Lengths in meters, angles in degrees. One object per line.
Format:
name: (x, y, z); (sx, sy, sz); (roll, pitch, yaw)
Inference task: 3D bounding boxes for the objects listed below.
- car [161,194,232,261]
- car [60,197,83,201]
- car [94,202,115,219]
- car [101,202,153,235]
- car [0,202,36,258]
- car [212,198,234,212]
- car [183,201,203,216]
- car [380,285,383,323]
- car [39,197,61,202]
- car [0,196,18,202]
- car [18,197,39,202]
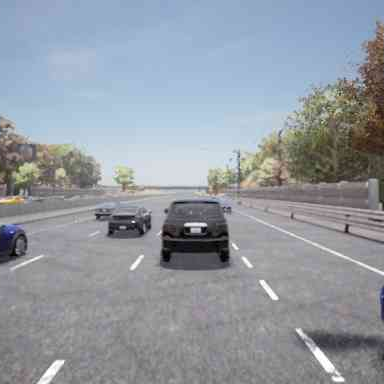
car: (0.108, 1.211, 12.411); (2.150, 2.045, 5.566); (0, 0, 0)
car: (-17.548, 1.527, 50.564); (2.033, 1.411, 5.357); (0, 0, 1)
car: (-6.888, 1.530, 28.676); (2.033, 1.411, 5.357); (0, 0, 0)
car: (-3.393, 1.491, 18.736); (1.837, 1.490, 4.892); (0, 0, 0)
car: (-6.899, 1.343, 9.959); (2.097, 1.767, 4.553); (0, 0, 0)
car: (3.514, 1.423, 38.570); (2.033, 1.411, 5.357); (0, 0, 0)
car: (0.116, 1.582, 33.258); (1.895, 1.301, 4.718); (0, 0, 0)
car: (3.456, 1.104, 1.935); (2.150, 2.045, 5.566); (0, 0, 2)
car: (-21.038, 1.483, 50.973); (1.837, 1.490, 4.892); (0, 0, 0)
car: (-28.026, 1.457, 51.652); (1.882, 1.535, 5.008); (0, 0, 1)
car: (-24.530, 1.470, 52.041); (2.128, 1.511, 4.902); (0, 0, 0)
